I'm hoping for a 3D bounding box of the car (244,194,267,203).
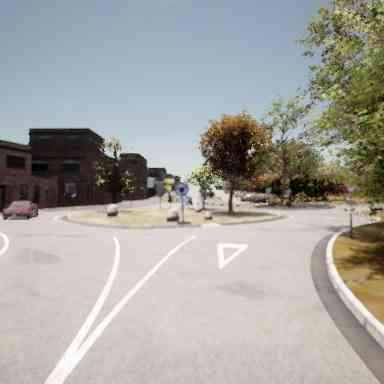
[{"bbox_3d":[13.646,1.755,69.838,1.837,1.490,4.892,1,-1,-26],"label":"car"}]

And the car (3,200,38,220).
[{"bbox_3d":[-13.765,1.401,26.906,1.812,1.442,4.674,0,0,-15],"label":"car"}]

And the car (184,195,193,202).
[{"bbox_3d":[-0.817,1.505,77.505,1.837,1.490,4.892,0,0,1],"label":"car"}]

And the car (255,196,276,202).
[{"bbox_3d":[18.181,1.690,82.325,4.792,1.488,2.163,0,1,1],"label":"car"}]

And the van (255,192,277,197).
[{"bbox_3d":[17.983,1.483,79.550,4.442,1.987,1.878,0,1,1],"label":"van"}]

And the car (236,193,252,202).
[{"bbox_3d":[13.079,1.687,83.075,2.128,1.511,4.902,0,1,1],"label":"car"}]

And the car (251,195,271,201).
[{"bbox_3d":[18.282,1.595,87.875,4.792,1.488,2.163,0,1,1],"label":"car"}]

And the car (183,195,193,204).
[{"bbox_3d":[-0.905,1.521,61.656,1.837,1.490,4.892,0,0,0],"label":"car"}]
